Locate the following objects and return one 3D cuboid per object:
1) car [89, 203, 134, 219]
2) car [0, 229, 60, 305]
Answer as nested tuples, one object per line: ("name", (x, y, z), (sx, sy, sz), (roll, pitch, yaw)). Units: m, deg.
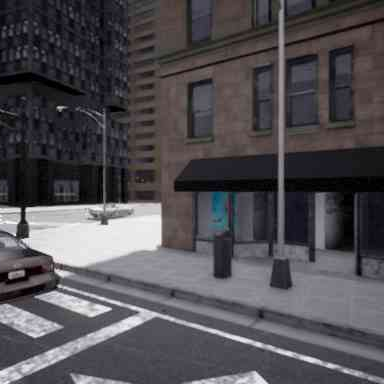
("car", (-7.108, 1.659, 30.039), (1.895, 1.301, 4.718), (0, -1, 20))
("car", (-5.117, 1.489, 7.381), (5.357, 1.411, 2.033), (0, 0, 37))
